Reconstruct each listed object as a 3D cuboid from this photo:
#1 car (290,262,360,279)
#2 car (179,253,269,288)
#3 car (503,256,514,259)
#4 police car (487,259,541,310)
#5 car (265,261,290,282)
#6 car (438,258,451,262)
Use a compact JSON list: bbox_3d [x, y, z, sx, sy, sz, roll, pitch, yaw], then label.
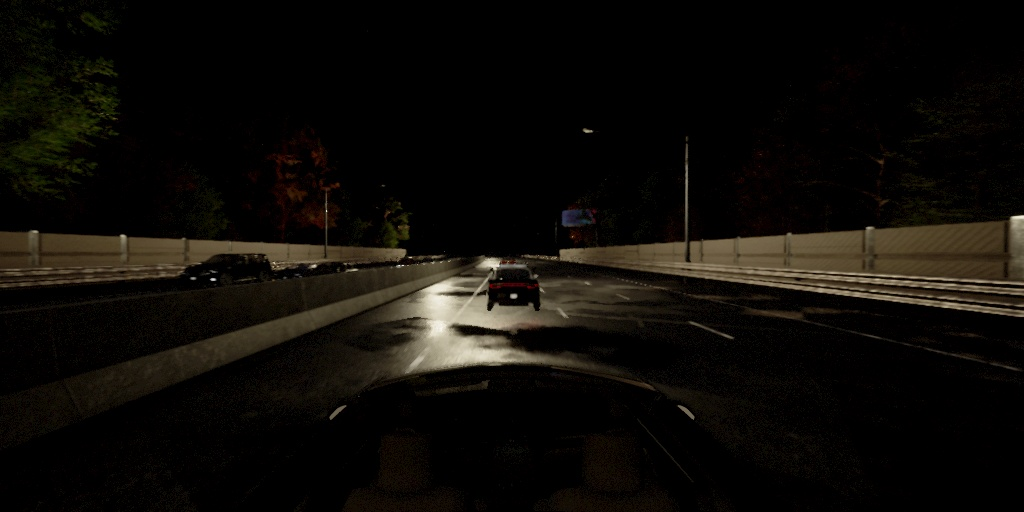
[{"bbox_3d":[-10.723,1.144,21.459,1.837,1.490,4.892,0,0,-1],"label":"car"},{"bbox_3d":[-17.739,0.853,22.671,2.150,2.045,5.566,0,1,-1],"label":"car"},{"bbox_3d":[-0.455,0.846,44.203,2.097,1.767,4.553,0,0,-1],"label":"car"},{"bbox_3d":[0.039,1.099,14.379,1.930,1.638,5.238,0,0,0],"label":"police car"},{"bbox_3d":[-14.259,1.186,24.457,1.994,1.385,4.181,0,0,-1],"label":"car"},{"bbox_3d":[-11.602,0.954,62.335,1.994,1.385,4.181,0,0,-1],"label":"car"}]
